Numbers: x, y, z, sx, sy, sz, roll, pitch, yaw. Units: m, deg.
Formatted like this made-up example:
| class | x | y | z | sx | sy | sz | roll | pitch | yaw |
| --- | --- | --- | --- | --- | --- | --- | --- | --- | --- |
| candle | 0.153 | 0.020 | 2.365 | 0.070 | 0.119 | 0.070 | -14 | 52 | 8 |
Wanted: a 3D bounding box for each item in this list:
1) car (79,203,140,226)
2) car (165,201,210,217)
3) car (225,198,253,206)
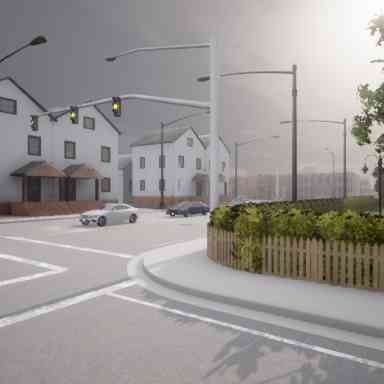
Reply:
| class | x | y | z | sx | sy | sz | roll | pitch | yaw |
| --- | --- | --- | --- | --- | --- | --- | --- | --- | --- |
| car | -5.679 | 1.526 | 23.440 | 1.812 | 1.442 | 4.674 | 0 | 0 | 35 |
| car | -0.190 | 1.547 | 31.387 | 2.033 | 1.411 | 5.357 | 0 | 0 | 35 |
| car | 5.690 | 1.491 | 39.875 | 2.128 | 1.511 | 4.902 | 0 | 0 | 35 |
